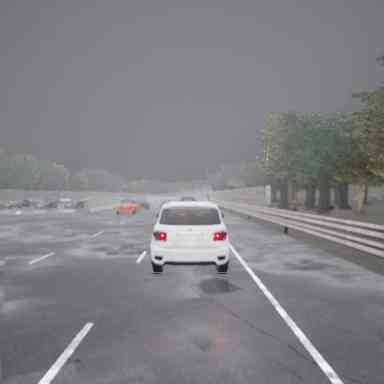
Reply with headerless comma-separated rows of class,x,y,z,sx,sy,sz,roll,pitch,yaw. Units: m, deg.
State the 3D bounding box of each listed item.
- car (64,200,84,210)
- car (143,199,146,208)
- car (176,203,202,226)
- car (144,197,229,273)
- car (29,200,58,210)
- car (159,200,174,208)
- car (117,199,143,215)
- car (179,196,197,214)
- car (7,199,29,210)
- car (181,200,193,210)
car,-18.424,1.935,52.132,2.128,1.511,4.902,0,-1,-1
car,-7.743,1.798,51.476,2.097,1.767,4.553,0,-1,0
car,-0.284,1.706,26.638,1.882,1.535,5.008,0,-1,-1
car,-0.065,1.312,11.093,2.150,2.045,5.566,0,0,0
car,-21.884,1.913,50.065,2.128,1.511,4.902,0,0,-1
car,-4.409,2.052,57.832,2.033,1.411,5.357,0,-1,1
car,-7.455,1.689,39.344,2.097,1.767,4.553,0,-1,-2
car,-0.575,1.577,40.899,2.150,2.045,5.566,0,-1,-2
car,-25.400,1.798,49.226,1.837,1.490,4.892,-1,0,-1
car,-0.764,1.965,52.555,1.837,1.490,4.892,0,-1,-1
